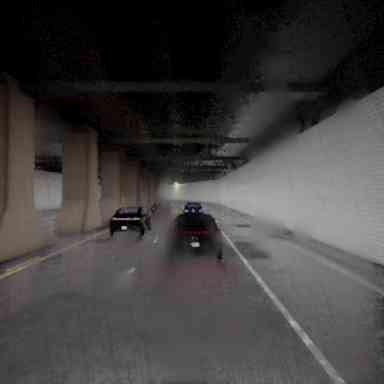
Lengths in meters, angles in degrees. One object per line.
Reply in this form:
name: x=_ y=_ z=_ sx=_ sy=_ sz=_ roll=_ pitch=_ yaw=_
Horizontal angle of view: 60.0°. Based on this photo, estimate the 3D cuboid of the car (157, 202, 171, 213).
car: x=-3.381 y=1.786 z=36.906 sx=1.895 sy=1.301 sz=4.718 roll=0 pitch=0 yaw=0

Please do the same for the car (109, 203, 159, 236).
car: x=-3.390 y=1.587 z=19.073 sx=2.128 sy=1.511 sz=4.902 roll=0 pitch=0 yaw=0

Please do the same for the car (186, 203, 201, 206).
car: x=0.117 y=1.706 z=31.532 sx=2.033 sy=1.411 sz=5.357 roll=0 pitch=0 yaw=0

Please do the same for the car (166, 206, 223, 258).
car: x=0.107 y=1.544 z=13.070 sx=1.882 sy=1.535 sz=5.008 roll=0 pitch=0 yaw=0
